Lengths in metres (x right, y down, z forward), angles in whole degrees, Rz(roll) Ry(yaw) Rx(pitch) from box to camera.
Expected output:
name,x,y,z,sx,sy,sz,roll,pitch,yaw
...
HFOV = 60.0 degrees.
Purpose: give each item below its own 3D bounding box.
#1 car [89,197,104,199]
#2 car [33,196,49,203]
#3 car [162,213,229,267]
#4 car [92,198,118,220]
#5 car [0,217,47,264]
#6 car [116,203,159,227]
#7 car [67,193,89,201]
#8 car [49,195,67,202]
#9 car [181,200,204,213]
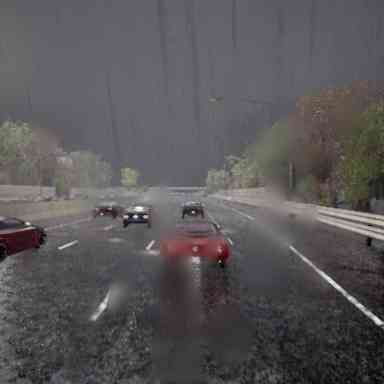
name,x,y,z,sx,sy,sz,roll,pitch,yaw
car,-17.536,1.607,63.259,1.994,1.385,4.181,0,0,0
car,-28.029,1.564,62.566,2.128,1.511,4.902,0,0,0
car,0.094,1.602,11.394,1.895,1.301,4.718,0,0,0
car,-6.913,1.501,27.941,2.128,1.511,4.902,0,0,0
car,-6.907,1.565,11.883,1.994,1.385,4.181,0,0,0
car,-3.412,1.553,22.643,2.033,1.411,5.357,0,0,0
car,-21.032,1.270,62.756,2.150,2.045,5.566,0,0,0
car,-24.532,1.402,62.759,2.097,1.767,4.553,0,0,0
car,0.086,1.488,29.534,1.882,1.535,5.008,0,0,0
